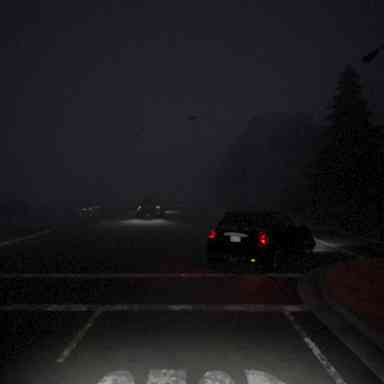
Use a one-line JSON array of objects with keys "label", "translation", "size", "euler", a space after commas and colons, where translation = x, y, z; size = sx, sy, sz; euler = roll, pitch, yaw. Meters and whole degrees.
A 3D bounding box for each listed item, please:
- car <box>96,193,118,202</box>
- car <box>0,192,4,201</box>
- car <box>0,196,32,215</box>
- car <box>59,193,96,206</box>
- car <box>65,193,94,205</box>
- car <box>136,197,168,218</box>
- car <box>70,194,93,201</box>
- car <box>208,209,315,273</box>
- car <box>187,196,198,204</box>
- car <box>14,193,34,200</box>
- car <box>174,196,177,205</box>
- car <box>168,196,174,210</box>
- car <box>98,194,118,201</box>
[{"label": "car", "translation": [-17.657, 1.091, 65.162], "size": [5.027, 1.636, 2.152], "euler": [0, 0, 0]}, {"label": "car", "translation": [-42.908, 1.006, 71.587], "size": [3.866, 1.878, 1.905], "euler": [0, 0, 0]}, {"label": "car", "translation": [-17.382, 1.352, 30.878], "size": [3.633, 1.501, 1.845], "euler": [0, 0, 0]}, {"label": "car", "translation": [-17.244, 1.053, 49.461], "size": [4.605, 1.855, 1.932], "euler": [0, 0, 0]}, {"label": "car", "translation": [-17.657, 1.029, 52.367], "size": [3.866, 1.878, 1.905], "euler": [0, 0, 0]}, {"label": "car", "translation": [-3.592, 1.317, 29.456], "size": [2.097, 1.767, 4.553], "euler": [0, 0, 0]}, {"label": "car", "translation": [-25.029, 1.223, 75.242], "size": [4.514, 1.523, 2.007], "euler": [0, 0, 0]}, {"label": "car", "translation": [2.441, 1.340, 11.104], "size": [2.097, 1.767, 4.553], "euler": [1, 1, 35]}, {"label": "car", "translation": [0.108, 1.417, 62.162], "size": [2.128, 1.511, 4.902], "euler": [0, 0, 0]}, {"label": "car", "translation": [-35.040, 1.031, 68.300], "size": [4.605, 1.855, 1.932], "euler": [0, 0, 0]}, {"label": "car", "translation": [-3.545, 1.409, 56.917], "size": [1.882, 1.535, 5.008], "euler": [0, 0, 0]}, {"label": "car", "translation": [-3.585, 1.476, 41.034], "size": [1.812, 1.442, 4.674], "euler": [0, 0, 0]}, {"label": "car", "translation": [-17.980, 1.162, 71.579], "size": [3.806, 1.475, 1.970], "euler": [0, 0, 0]}]
